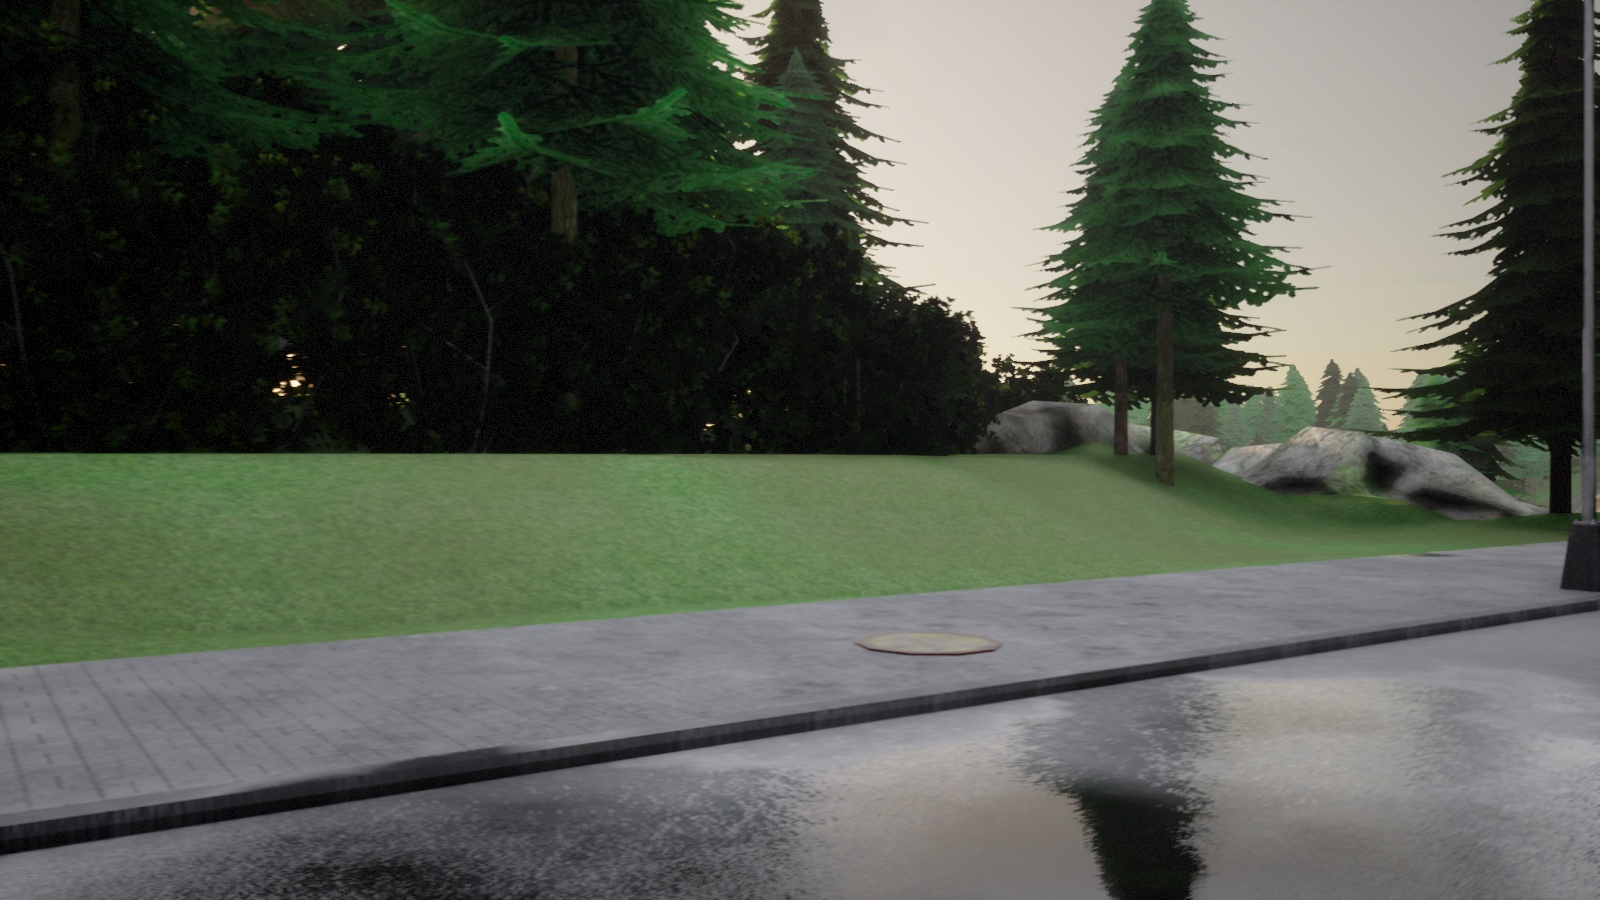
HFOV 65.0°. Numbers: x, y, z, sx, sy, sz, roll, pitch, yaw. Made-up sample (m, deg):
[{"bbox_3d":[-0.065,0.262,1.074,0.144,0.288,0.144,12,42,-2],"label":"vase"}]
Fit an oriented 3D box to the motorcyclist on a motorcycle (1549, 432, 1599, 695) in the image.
[{"bbox_3d":[6.018,0.703,8.457,2.350,1.649,0.766,0,0,-35],"label":"motorcyclist on a motorcycle"}]
